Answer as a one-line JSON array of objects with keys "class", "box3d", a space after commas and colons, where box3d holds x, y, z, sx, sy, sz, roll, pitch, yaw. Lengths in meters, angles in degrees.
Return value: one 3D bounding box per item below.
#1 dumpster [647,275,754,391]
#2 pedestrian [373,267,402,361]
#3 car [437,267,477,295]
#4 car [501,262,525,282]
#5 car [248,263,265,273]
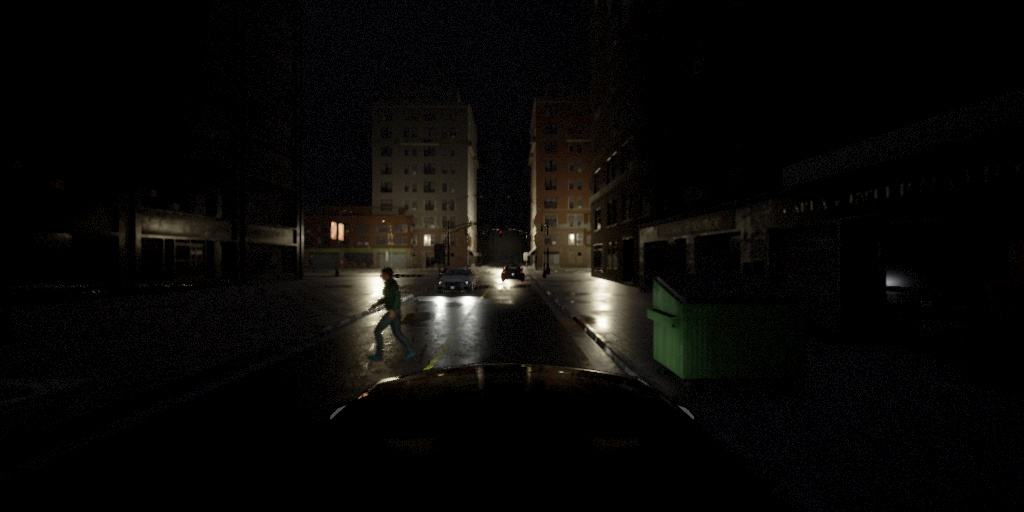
[{"class": "dumpster", "box3d": [3.133, 1.169, 6.420, 1.020, 1.700, 1.940, 0, 0, 0]}, {"class": "pedestrian", "box3d": [-2.355, 1.071, 6.823, 0.375, 1.860, 0.375, 0, 0, -10]}, {"class": "car", "box3d": [-3.102, 1.383, 21.026, 1.812, 1.442, 4.674, 0, 0, 0]}, {"class": "car", "box3d": [0.073, 1.481, 31.467, 1.994, 1.385, 4.181, 0, 0, 0]}, {"class": "car", "box3d": [-33.844, 1.590, 44.618, 5.008, 1.535, 1.882, 0, 0, 0]}]
